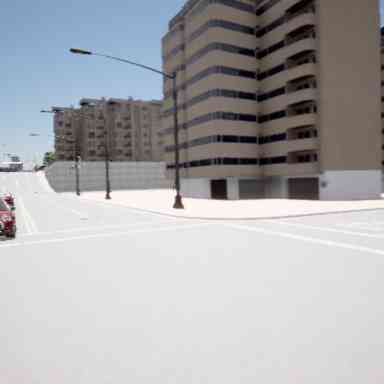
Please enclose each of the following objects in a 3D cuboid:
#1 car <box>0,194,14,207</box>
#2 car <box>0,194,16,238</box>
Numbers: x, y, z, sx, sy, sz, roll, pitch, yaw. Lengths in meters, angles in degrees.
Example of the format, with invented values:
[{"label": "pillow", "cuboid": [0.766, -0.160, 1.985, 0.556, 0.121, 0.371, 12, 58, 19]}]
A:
[{"label": "car", "cuboid": [-21.507, 0.927, 38.219, 1.895, 1.301, 4.718, -3, 2, -28]}, {"label": "car", "cuboid": [-9.247, 1.077, 15.146, 2.097, 1.767, 4.553, -3, 2, -27]}]
